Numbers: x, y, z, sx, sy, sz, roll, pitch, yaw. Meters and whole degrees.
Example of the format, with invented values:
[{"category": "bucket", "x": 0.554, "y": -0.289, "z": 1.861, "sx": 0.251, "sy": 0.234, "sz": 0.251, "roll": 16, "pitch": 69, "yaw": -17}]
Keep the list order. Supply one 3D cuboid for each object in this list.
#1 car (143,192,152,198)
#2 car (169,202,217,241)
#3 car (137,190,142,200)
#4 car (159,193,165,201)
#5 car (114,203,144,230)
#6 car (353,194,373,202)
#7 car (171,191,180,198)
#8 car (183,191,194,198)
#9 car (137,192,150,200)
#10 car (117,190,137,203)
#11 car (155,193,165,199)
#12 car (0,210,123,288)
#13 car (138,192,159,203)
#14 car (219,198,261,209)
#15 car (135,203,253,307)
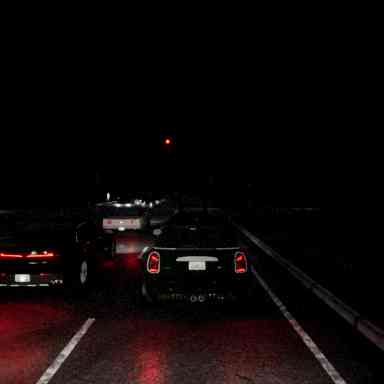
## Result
[{"category": "car", "x": -11.073, "y": 0.750, "z": 83.734, "sx": 1.812, "sy": 1.442, "sz": 4.674, "roll": 0, "pitch": 1, "yaw": -2}, {"category": "car", "x": 0.060, "y": 1.388, "z": 17.264, "sx": 2.128, "sy": 1.511, "sz": 4.902, "roll": 0, "pitch": 0, "yaw": 1}, {"category": "car", "x": -10.686, "y": 0.710, "z": 63.287, "sx": 2.150, "sy": 2.045, "sz": 5.566, "roll": 0, "pitch": 1, "yaw": 0}, {"category": "car", "x": -7.176, "y": 1.006, "z": 66.063, "sx": 2.033, "sy": 1.411, "sz": 5.357, "roll": 0, "pitch": 1, "yaw": 1}, {"category": "car", "x": -3.437, "y": 1.487, "z": 18.441, "sx": 1.895, "sy": 1.301, "sz": 4.718, "roll": 0, "pitch": 0, "yaw": 0}, {"category": "car", "x": 18.528, "y": 0.922, "z": 39.515, "sx": 5.566, "sy": 2.045, "sz": 2.150, "roll": 0, "pitch": 1, "yaw": -3}, {"category": "car", "x": -4.146, "y": 0.683, "z": 85.372, "sx": 1.882, "sy": 1.535, "sz": 5.008, "roll": 0, "pitch": 1, "yaw": -4}, {"category": "car", "x": -0.686, "y": 0.709, "z": 86.072, "sx": 1.812, "sy": 1.442, "sz": 4.674, "roll": 0, "pitch": 1, "yaw": -4}, {"category": "car", "x": -10.737, "y": 0.895, "z": 73.512, "sx": 2.128, "sy": 1.511, "sz": 4.902, "roll": 0, "pitch": 1, "yaw": -1}, {"category": "car", "x": -10.699, "y": 0.929, "z": 53.847, "sx": 2.097, "sy": 1.767, "sz": 4.553, "roll": 0, "pitch": 0, "yaw": 0}, {"category": "car", "x": -7.307, "y": 0.871, "z": 76.490, "sx": 2.033, "sy": 1.411, "sz": 5.357, "roll": 0, "pitch": 1, "yaw": -1}, {"category": "car", "x": -3.416, "y": 1.468, "z": 9.120, "sx": 1.837, "sy": 1.490, "sz": 4.892, "roll": 0, "pitch": 0, "yaw": 0}, {"category": "car", "x": -7.204, "y": 1.106, "z": 55.995, "sx": 2.033, "sy": 1.411, "sz": 5.357, "roll": 0, "pitch": 1, "yaw": 0}, {"category": "car", "x": 5.435, "y": 1.310, "z": 38.752, "sx": 4.718, "sy": 1.301, "sz": 1.895, "roll": 0, "pitch": 0, "yaw": -3}, {"category": "car", "x": 0.087, "y": 1.323, "z": 8.068, "sx": 2.097, "sy": 1.767, "sz": 4.553, "roll": 0, "pitch": 0, "yaw": 0}]
